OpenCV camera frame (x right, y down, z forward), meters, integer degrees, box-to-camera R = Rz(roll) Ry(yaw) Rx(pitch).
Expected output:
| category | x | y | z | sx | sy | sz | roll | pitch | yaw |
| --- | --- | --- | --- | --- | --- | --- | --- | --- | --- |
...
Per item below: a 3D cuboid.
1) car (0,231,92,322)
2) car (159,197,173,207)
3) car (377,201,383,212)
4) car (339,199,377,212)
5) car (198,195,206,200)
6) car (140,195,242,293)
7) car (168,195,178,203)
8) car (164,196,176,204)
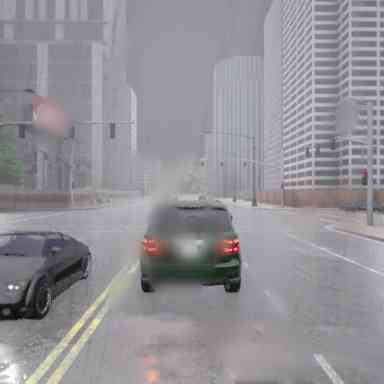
| category | x | y | z | sx | sy | sz | roll | pitch | yaw |
| --- | --- | --- | --- | --- | --- | --- | --- | --- | --- |
| car | -3.637 | 1.564 | 7.191 | 1.994 | 1.385 | 4.181 | 0 | 0 | 0 |
| car | -4.021 | 1.506 | 51.945 | 1.837 | 1.490 | 4.892 | 0 | 0 | 0 |
| car | 22.133 | 1.477 | 33.917 | 5.008 | 1.535 | 1.882 | 0 | 0 | -1 |
| car | 19.464 | 1.547 | 37.382 | 5.357 | 1.411 | 2.033 | 0 | 0 | -1 |
| car | 2.733 | 1.500 | 90.625 | 1.837 | 1.490 | 4.892 | 0 | 0 | 0 |
| car | -0.021 | 1.221 | 9.015 | 2.150 | 2.045 | 5.566 | 0 | 0 | 0 |
| car | -4.116 | 1.478 | 73.052 | 1.882 | 1.535 | 5.008 | 0 | 0 | 0 |
| car | -4.083 | 1.525 | 62.582 | 1.812 | 1.442 | 4.674 | 0 | 0 | 0 |
